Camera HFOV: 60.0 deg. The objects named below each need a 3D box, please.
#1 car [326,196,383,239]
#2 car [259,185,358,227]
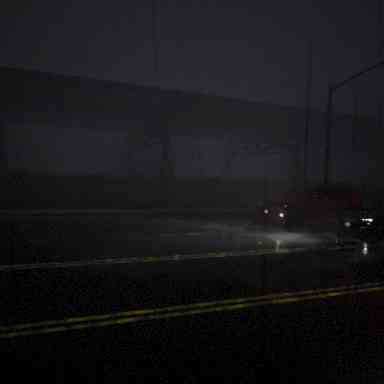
[{"bbox_3d":[8.787,1.121,14.753,4.902,1.511,2.128,1,3,-21],"label":"car"},{"bbox_3d":[6.276,0.653,17.514,5.566,2.045,2.150,1,3,-21],"label":"car"}]
